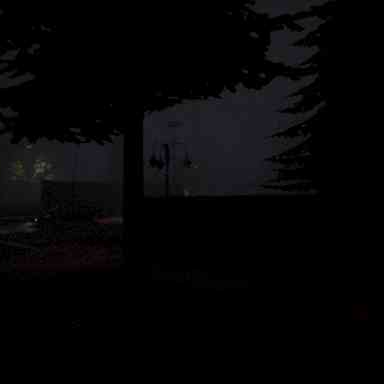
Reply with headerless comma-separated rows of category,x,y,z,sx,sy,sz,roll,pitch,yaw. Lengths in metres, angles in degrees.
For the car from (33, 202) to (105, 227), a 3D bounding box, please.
car,-8.279,1.481,22.703,2.128,1.511,4.902,0,0,36
